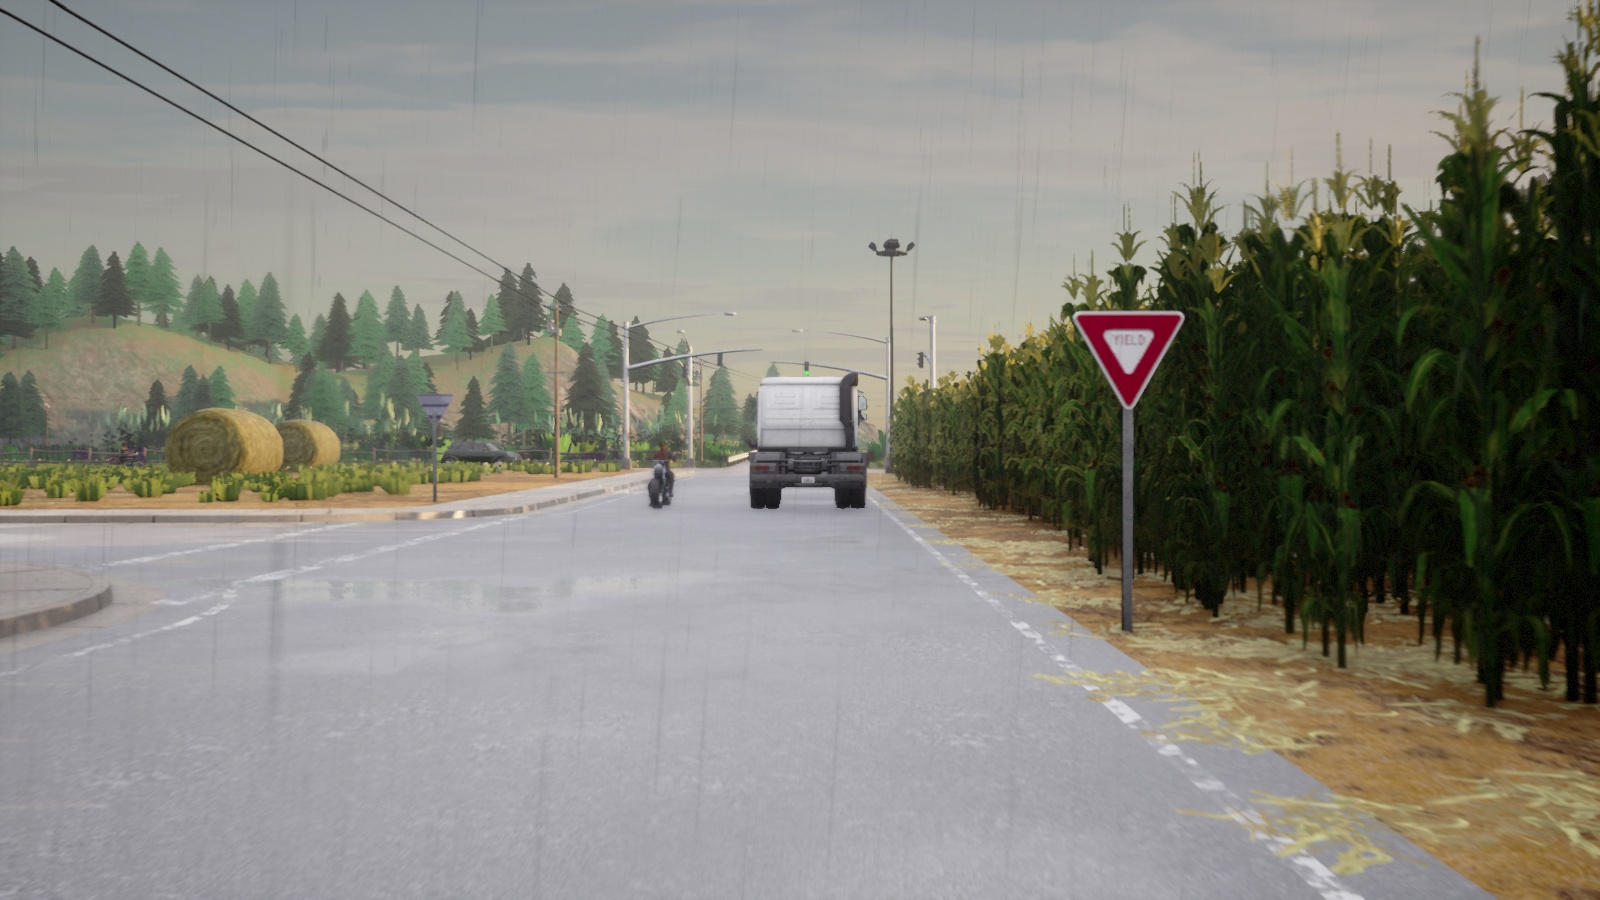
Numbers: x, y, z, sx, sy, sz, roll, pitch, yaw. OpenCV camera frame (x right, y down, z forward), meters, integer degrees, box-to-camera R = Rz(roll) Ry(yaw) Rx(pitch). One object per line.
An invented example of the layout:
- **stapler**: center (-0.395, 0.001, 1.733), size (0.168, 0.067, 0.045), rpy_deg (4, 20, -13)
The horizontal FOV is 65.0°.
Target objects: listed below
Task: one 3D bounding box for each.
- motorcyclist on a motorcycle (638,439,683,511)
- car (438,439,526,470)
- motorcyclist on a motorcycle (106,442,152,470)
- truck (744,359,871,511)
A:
- **motorcyclist on a motorcycle**: center (-3.327, 0.573, 30.146), size (0.766, 1.649, 2.350), rpy_deg (0, 0, 1)
- **car**: center (-18.619, 0.258, 73.688), size (4.553, 1.767, 2.097), rpy_deg (0, 0, 3)
- **motorcyclist on a motorcycle**: center (-40.015, 0.328, 74.918), size (2.350, 1.649, 0.766), rpy_deg (0, 0, 3)
- **truck**: center (0.203, -0.366, 32.562), size (2.891, 3.462, 7.936), rpy_deg (0, 0, 0)
